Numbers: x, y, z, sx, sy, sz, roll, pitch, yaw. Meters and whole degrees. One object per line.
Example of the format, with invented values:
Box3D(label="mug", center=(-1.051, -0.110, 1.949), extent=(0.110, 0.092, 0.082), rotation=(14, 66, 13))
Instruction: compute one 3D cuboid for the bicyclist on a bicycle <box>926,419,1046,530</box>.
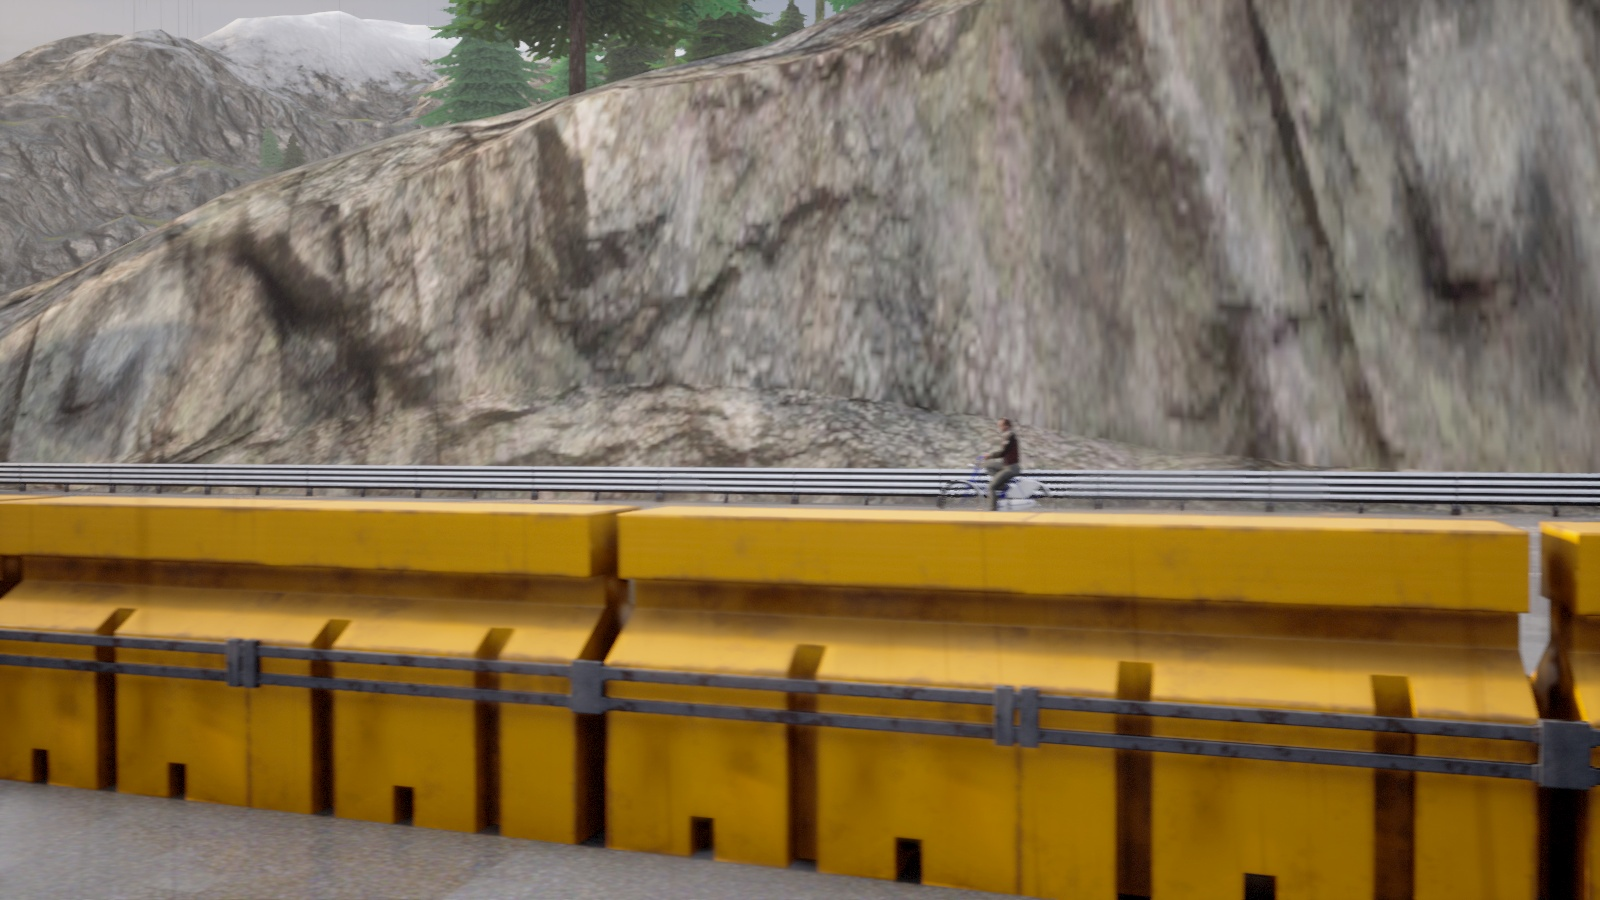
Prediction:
Box3D(label="bicyclist on a bicycle", center=(3.050, 0.378, 20.628), extent=(1.843, 1.776, 0.659), rotation=(1, 1, 19))
